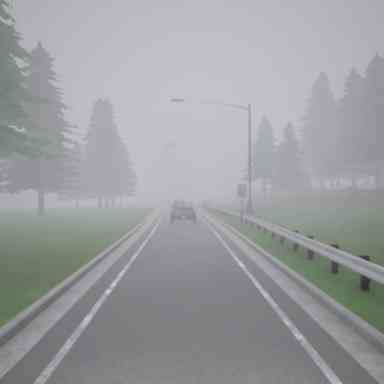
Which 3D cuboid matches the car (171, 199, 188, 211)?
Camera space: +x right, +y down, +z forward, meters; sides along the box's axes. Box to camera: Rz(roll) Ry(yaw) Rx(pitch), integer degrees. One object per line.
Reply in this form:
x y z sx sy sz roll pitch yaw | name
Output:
-1.619 1.594 42.852 1.994 1.385 4.181 0 0 -3 | car

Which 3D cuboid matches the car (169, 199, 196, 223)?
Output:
-0.692 1.509 25.367 2.128 1.511 4.902 0 0 -3 | car
